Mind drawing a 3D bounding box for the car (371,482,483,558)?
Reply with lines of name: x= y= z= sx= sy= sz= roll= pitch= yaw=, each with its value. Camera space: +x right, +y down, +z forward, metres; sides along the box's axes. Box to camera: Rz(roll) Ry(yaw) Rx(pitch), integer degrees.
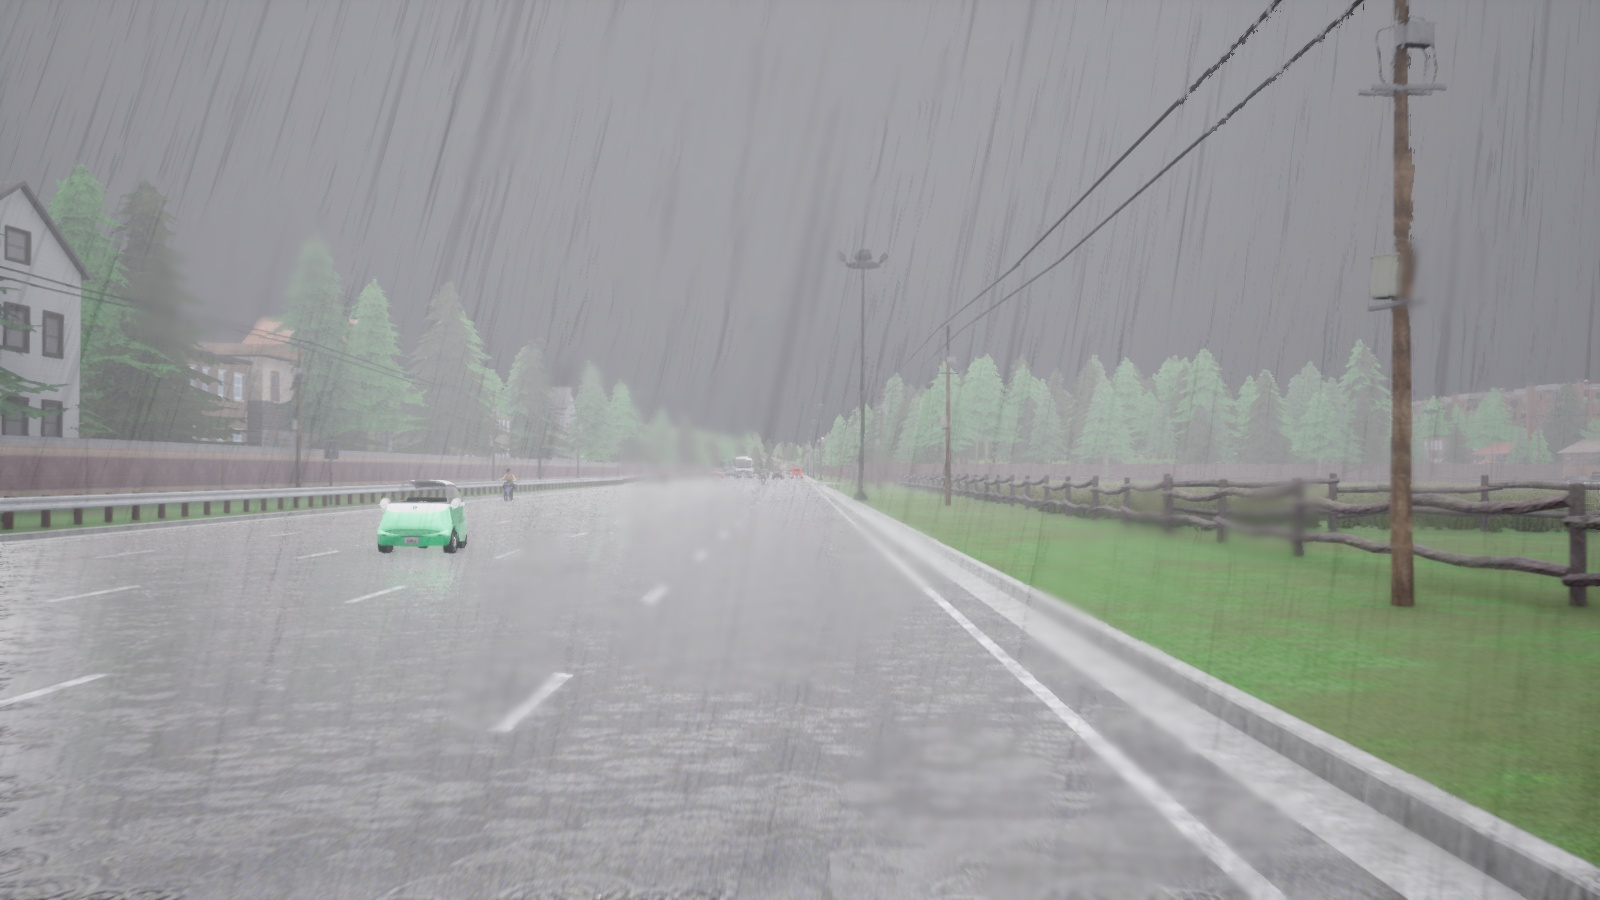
car: x=-7.057 y=1.298 z=23.926 sx=1.481 sy=1.376 sz=2.207 roll=0 pitch=-1 yaw=0
